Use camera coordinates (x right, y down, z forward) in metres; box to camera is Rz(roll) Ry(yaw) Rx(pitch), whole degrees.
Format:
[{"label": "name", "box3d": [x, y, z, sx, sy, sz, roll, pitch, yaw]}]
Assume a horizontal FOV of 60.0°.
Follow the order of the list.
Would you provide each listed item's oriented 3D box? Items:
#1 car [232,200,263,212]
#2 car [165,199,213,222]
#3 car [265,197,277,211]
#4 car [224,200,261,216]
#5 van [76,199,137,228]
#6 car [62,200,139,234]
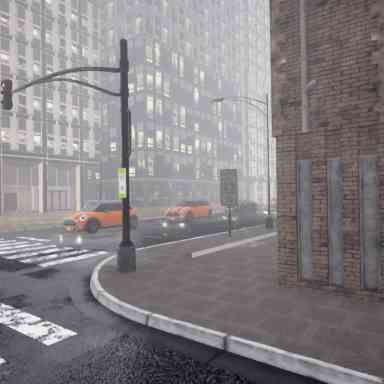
[{"label": "car", "box3d": [6.952, 1.689, 41.383, 1.752, 1.417, 4.829, -2, -1, 36]}, {"label": "car", "box3d": [-0.181, 1.433, 27.077, 2.097, 1.767, 4.553, -1, -1, 36]}, {"label": "car", "box3d": [11.034, 1.471, 42.556, 2.097, 1.767, 4.553, -1, -1, 36]}, {"label": "car", "box3d": [5.094, 1.590, 34.374, 2.128, 1.511, 4.902, -1, -1, 36]}, {"label": "van", "box3d": [-5.946, 1.460, 23.520, 1.690, 1.788, 3.998, -2, -1, 36]}, {"label": "car", "box3d": [-5.386, 1.416, 19.921, 2.097, 1.767, 4.553, -1, -1, 37]}]
